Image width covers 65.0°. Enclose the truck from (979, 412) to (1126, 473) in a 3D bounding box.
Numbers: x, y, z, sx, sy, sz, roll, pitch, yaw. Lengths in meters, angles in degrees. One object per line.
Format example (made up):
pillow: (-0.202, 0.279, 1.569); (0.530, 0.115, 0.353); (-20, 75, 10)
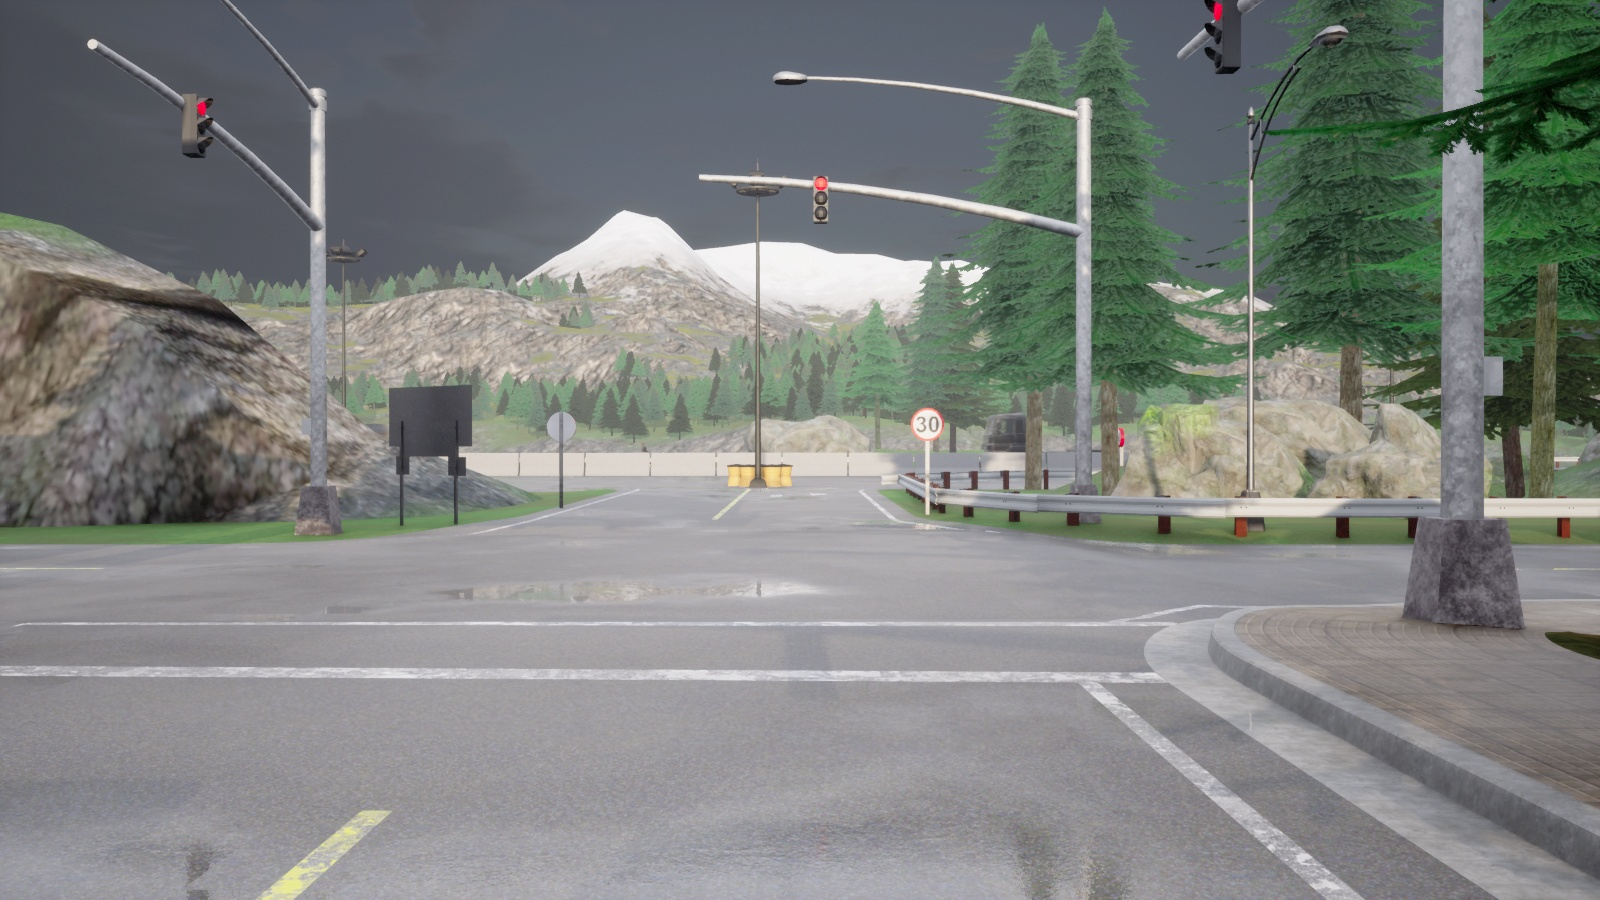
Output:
truck: (14.610, -0.440, 73.071); (7.936, 3.462, 2.891); (0, 0, 0)
